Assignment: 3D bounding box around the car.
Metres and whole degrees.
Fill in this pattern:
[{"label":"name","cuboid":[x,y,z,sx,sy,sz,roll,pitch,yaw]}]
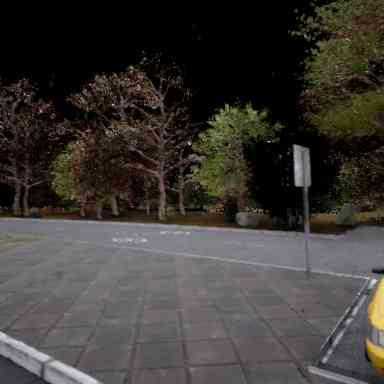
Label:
[{"label":"car","cuboid":[3.986,1.453,5.196,1.946,1.575,5.366,0,0,36]}]
